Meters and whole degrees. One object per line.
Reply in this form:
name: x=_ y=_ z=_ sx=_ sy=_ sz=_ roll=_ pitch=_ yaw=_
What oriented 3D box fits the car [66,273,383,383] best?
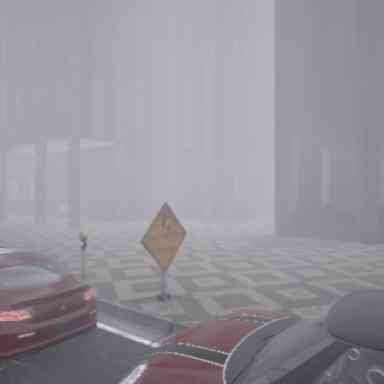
car: x=1.288 y=1.440 z=2.162 sx=4.097 sy=1.590 sz=1.967 roll=0 pitch=0 yaw=35

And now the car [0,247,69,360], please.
car: x=-3.305 y=1.575 z=5.437 sx=4.206 sy=1.307 sz=1.802 roll=0 pitch=0 yaw=35

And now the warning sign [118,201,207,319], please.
warning sign: x=-0.523 y=1.111 z=6.165 sx=1.060 sy=1.860 sz=1.300 roll=0 pitch=0 yaw=35
